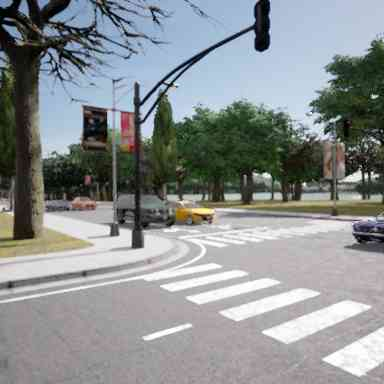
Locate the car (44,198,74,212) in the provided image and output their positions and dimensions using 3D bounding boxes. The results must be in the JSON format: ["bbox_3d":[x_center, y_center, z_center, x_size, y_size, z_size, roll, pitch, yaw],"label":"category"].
[{"bbox_3d":[-16.086,1.657,39.967,1.994,1.385,4.181,-1,0,-36],"label":"car"}]

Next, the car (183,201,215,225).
[{"bbox_3d":[-0.389,1.413,23.712,1.882,1.535,5.008,-1,0,-36],"label":"car"}]

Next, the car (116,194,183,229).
[{"bbox_3d":[-3.204,1.183,22.053,2.150,2.045,5.566,-1,0,-36],"label":"car"}]

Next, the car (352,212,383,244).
[{"bbox_3d":[8.576,1.443,13.615,4.718,1.301,1.895,-1,0,-35],"label":"car"}]

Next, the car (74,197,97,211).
[{"bbox_3d":[-13.682,1.421,42.190,2.097,1.767,4.553,-1,0,-36],"label":"car"}]
